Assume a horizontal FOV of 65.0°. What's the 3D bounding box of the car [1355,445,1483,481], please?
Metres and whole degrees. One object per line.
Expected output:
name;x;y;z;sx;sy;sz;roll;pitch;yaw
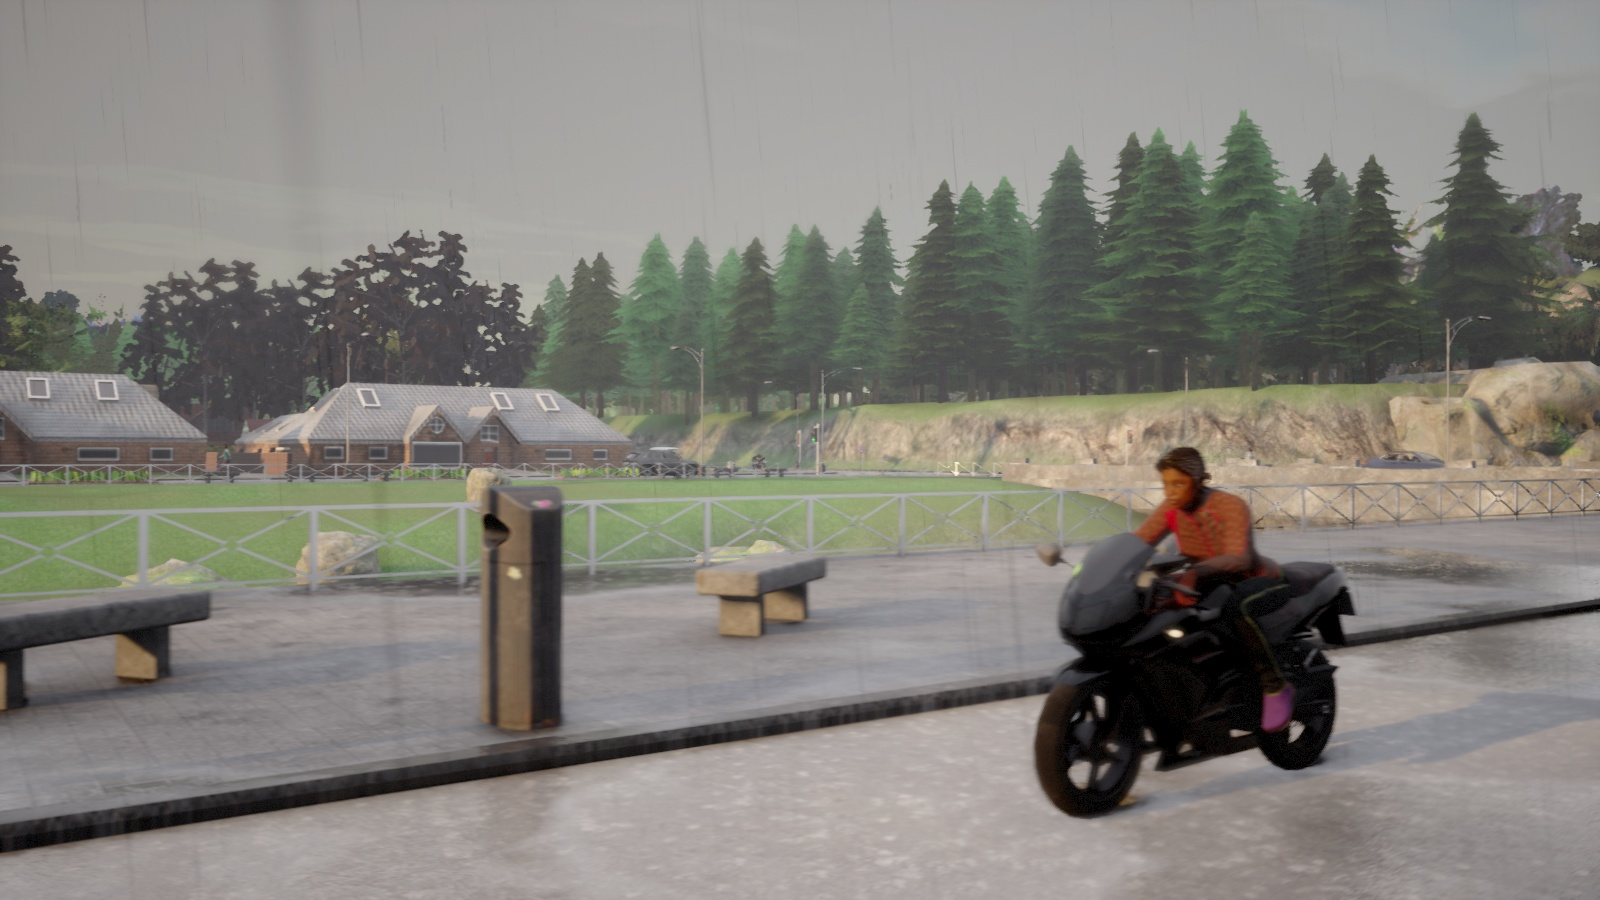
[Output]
car;29.289;0.607;59.558;2.152;1.651;5.027;0;0;-35

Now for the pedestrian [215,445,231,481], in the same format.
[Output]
pedestrian;-30.743;0.684;66.929;0.692;1.930;0.396;0;0;-34

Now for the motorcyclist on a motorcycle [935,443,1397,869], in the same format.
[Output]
motorcyclist on a motorcycle;1.622;0.737;5.400;2.044;1.523;0.797;0;0;-35

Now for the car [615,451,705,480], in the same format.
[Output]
car;-8.207;0.873;73.675;4.856;1.649;2.033;0;0;-35
